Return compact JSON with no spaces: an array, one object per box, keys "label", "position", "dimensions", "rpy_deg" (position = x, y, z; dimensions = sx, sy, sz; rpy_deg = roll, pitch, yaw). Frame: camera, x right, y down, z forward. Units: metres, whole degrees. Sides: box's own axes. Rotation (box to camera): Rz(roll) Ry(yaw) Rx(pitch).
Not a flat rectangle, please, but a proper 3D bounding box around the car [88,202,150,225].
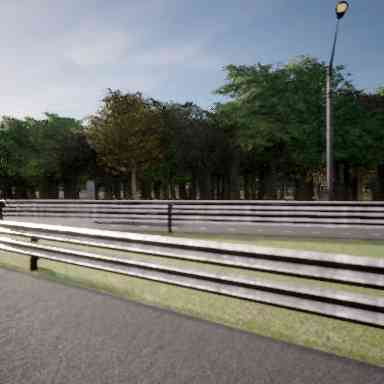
[{"label":"car","position":[-4.790,1.320,21.647],"dimensions":[4.181,1.385,1.994],"rpy_deg":[0,0,20]}]
